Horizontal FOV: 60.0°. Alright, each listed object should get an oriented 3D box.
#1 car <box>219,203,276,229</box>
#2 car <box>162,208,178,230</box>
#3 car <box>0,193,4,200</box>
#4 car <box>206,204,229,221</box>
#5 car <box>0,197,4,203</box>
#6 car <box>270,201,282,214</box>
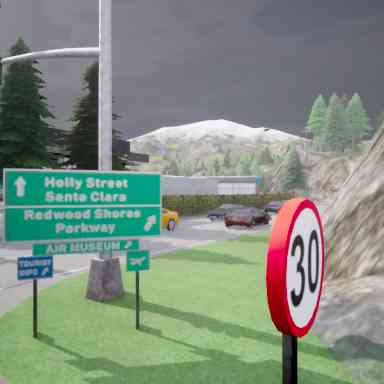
[{"bbox_3d":[4.037,1.755,23.685,1.994,1.385,4.181,0,0,36],"label":"car"},{"bbox_3d":[-2.885,1.669,20.459,1.882,1.535,5.008,0,0,36],"label":"car"},{"bbox_3d":[-38.544,1.490,69.976,4.514,1.523,2.007,0,0,35],"label":"car"},{"bbox_3d":[3.385,1.739,29.078,2.033,1.411,5.357,0,0,36],"label":"car"},{"bbox_3d":[-12.342,1.505,26.034,1.905,1.878,3.866,0,0,35],"label":"car"},{"bbox_3d":[9.672,1.739,37.694,2.033,1.411,5.357,0,0,36],"label":"car"}]
